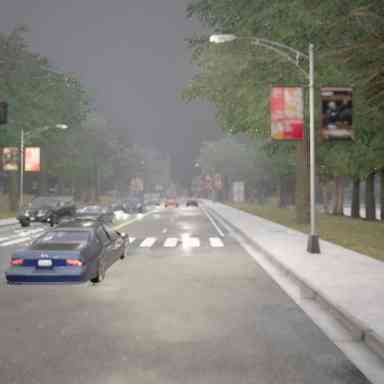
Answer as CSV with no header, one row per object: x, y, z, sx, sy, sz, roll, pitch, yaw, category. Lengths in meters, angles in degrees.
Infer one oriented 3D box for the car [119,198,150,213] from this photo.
-6.578,1.477,38.359,2.097,1.767,4.553,0,-1,1,car

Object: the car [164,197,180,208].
-3.243,1.546,53.287,2.097,1.767,4.553,0,0,0,car

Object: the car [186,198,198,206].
0.009,1.801,63.322,2.033,1.411,5.357,0,0,0,car

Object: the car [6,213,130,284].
-3.148,1.569,9.630,2.033,1.411,5.357,0,0,0,car

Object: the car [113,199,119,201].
-9.805,1.642,44.555,2.128,1.511,4.902,0,0,0,car

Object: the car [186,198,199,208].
0.007,1.669,52.900,1.882,1.535,5.008,0,0,0,car

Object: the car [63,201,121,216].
-6.594,1.608,22.673,2.033,1.411,5.357,0,0,0,car

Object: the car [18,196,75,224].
-9.839,1.284,23.277,2.150,2.045,5.566,0,0,0,car

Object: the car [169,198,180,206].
-3.241,1.854,63.352,1.895,1.301,4.718,0,0,0,car

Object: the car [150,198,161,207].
-6.492,1.759,57.482,1.812,1.442,4.674,0,0,0,car
